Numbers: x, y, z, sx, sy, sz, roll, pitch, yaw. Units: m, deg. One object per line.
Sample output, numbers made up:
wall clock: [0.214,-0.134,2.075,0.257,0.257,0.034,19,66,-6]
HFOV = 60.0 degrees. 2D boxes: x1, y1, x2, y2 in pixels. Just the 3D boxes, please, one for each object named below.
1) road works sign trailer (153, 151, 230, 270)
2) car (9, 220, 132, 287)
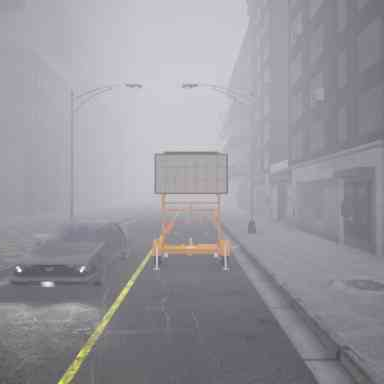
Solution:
road works sign trailer: [-0.023,0.467,11.022,2.380,3.560,2.880,0,0,0]
car: [-3.020,1.550,9.627,2.033,1.411,5.357,0,0,0]
